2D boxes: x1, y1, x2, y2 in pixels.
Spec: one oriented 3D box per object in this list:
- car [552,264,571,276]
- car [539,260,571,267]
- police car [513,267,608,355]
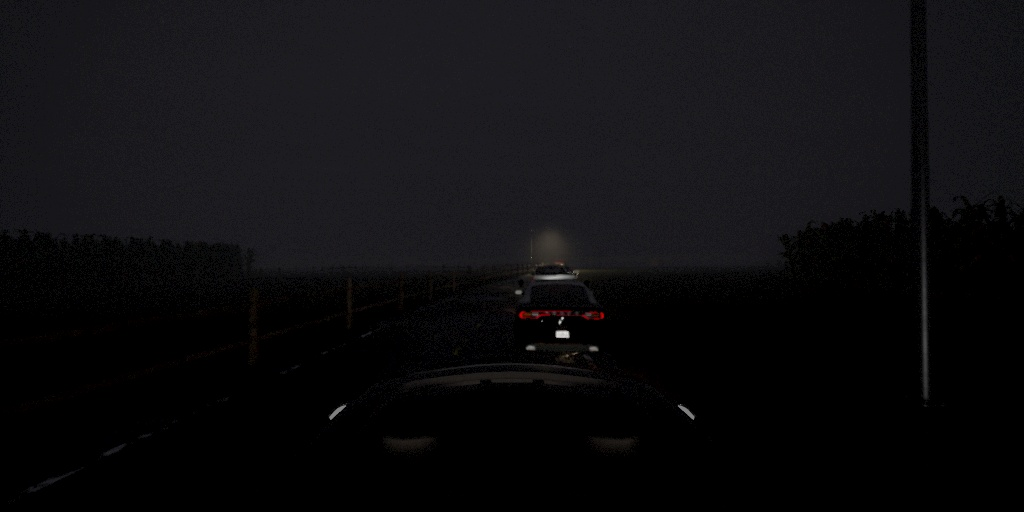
[{"bbox_3d":[6.206,1.732,44.781,1.994,1.385,4.181,0,-1,13],"label":"car"},{"bbox_3d":[2.039,1.272,18.792,2.097,1.767,4.553,0,-1,8],"label":"car"},{"bbox_3d":[1.089,1.252,9.131,1.930,1.638,5.238,0,-1,4],"label":"police car"}]
